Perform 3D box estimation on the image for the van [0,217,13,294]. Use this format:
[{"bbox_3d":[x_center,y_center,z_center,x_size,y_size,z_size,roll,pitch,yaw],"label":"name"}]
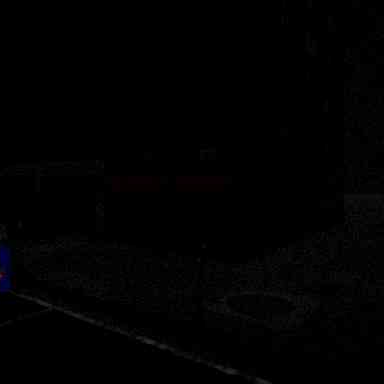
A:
[{"bbox_3d":[-5.406,1.279,6.925,3.998,1.788,1.690,1,0,35],"label":"van"}]
